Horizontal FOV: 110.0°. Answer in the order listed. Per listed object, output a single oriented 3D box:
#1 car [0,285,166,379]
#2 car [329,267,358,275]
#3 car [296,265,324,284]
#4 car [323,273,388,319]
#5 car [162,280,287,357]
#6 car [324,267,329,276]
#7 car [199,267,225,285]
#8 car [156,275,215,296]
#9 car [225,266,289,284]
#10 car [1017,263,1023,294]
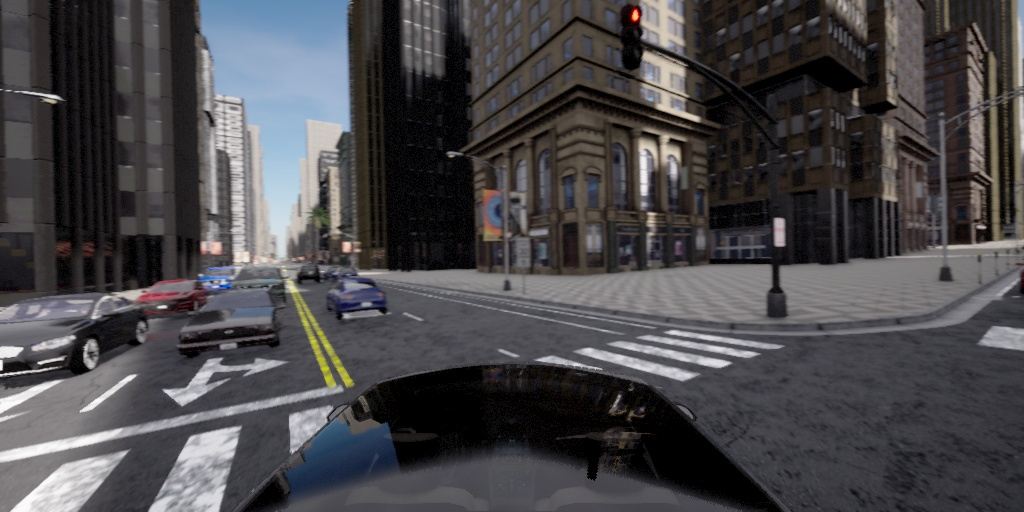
[{"bbox_3d":[-10.112,1.656,8.106,2.128,1.511,4.902,-2,-1,-31],"label":"car"},{"bbox_3d":[-17.821,1.973,38.332,2.097,1.767,4.553,-2,0,-33],"label":"car"},{"bbox_3d":[-23.131,2.022,40.772,2.150,2.045,5.566,-2,0,-33],"label":"car"},{"bbox_3d":[-6.448,1.623,14.771,1.812,1.442,4.674,-1,-1,-33],"label":"car"},{"bbox_3d":[-7.530,1.645,10.138,2.033,1.411,5.357,-2,-1,-30],"label":"car"},{"bbox_3d":[-23.922,2.213,47.863,2.097,1.767,4.553,-2,0,-32],"label":"car"},{"bbox_3d":[-23.384,1.949,28.802,2.150,2.045,5.566,-2,0,-32],"label":"car"},{"bbox_3d":[-15.715,1.885,16.817,1.882,1.535,5.008,-2,0,-33],"label":"car"},{"bbox_3d":[-12.938,1.553,18.496,2.150,2.045,5.566,-2,-1,-33],"label":"car"},{"bbox_3d":[19.270,0.570,12.491,4.507,1.381,1.888,0,0,-32],"label":"car"}]
